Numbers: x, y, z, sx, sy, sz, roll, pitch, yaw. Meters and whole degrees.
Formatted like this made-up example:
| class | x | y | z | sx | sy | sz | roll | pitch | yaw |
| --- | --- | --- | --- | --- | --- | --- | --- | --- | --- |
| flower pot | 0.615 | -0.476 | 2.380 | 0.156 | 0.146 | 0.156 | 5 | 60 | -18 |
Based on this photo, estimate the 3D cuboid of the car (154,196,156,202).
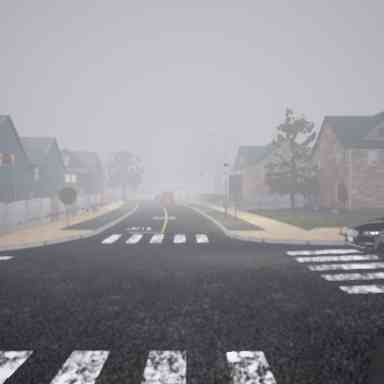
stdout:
| class | x | y | z | sx | sy | sz | roll | pitch | yaw |
| --- | --- | --- | --- | --- | --- | --- | --- | --- | --- |
| car | -6.287 | 1.172 | 64.724 | 1.882 | 1.535 | 5.008 | 0 | 0 | -14 |

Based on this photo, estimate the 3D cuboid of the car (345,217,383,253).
| class | x | y | z | sx | sy | sz | roll | pitch | yaw |
| --- | --- | --- | --- | --- | --- | --- | --- | --- | --- |
| car | 7.495 | 1.170 | 10.590 | 4.902 | 1.511 | 2.128 | -1 | 0 | 0 |

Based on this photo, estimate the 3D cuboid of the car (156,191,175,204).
| class | x | y | z | sx | sy | sz | roll | pitch | yaw |
| --- | --- | --- | --- | --- | --- | --- | --- | --- | --- |
| car | -4.161 | 0.904 | 54.381 | 2.150 | 2.045 | 5.566 | 0 | 0 | -10 |
